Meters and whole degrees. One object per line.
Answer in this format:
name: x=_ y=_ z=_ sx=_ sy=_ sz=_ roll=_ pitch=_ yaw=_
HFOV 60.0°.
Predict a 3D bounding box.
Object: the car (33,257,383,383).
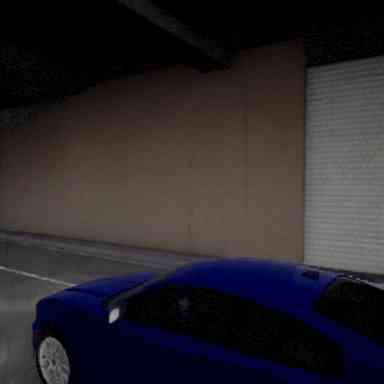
car: x=0.360 y=1.447 z=3.398 sx=5.008 sy=1.535 sz=1.882 roll=1 pitch=1 yaw=35
